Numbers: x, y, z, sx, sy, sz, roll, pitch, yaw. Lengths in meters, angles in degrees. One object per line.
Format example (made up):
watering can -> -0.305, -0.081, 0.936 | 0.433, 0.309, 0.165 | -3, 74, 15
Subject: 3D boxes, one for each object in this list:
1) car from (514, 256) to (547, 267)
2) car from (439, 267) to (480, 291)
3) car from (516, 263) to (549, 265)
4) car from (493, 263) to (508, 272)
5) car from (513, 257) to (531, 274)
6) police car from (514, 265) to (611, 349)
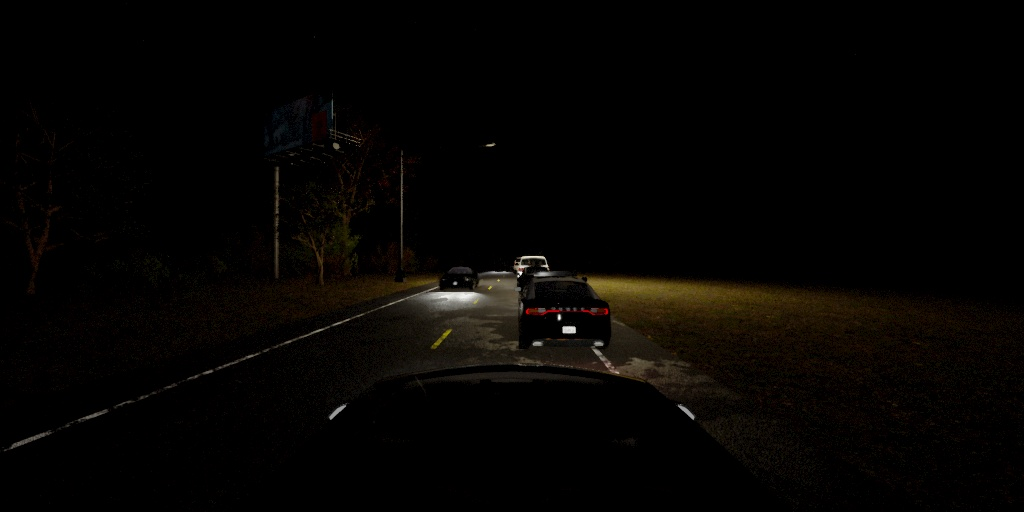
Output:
car -> 1.445, 1.044, 25.161 | 2.150, 2.045, 5.566 | 0, 0, 2
car -> -3.160, 1.369, 22.186 | 1.994, 1.385, 4.181 | 0, 0, 2
car -> 1.276, 1.296, 19.152 | 1.837, 1.490, 4.892 | 0, 0, 1
car -> -1.678, 1.644, 53.559 | 1.895, 1.301, 4.718 | 0, -1, 4
car -> 1.392, 1.203, 46.506 | 2.150, 2.045, 5.566 | 0, 0, 4
police car -> 1.099, 1.184, 9.297 | 1.930, 1.638, 5.238 | 0, 0, 1
